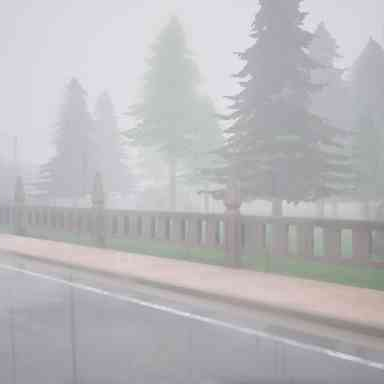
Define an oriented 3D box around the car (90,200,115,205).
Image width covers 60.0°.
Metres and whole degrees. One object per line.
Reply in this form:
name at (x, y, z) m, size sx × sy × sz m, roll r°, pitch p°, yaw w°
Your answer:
car at (-14.729, 1.559, 54.781) m, size 1.837 × 1.490 × 4.892 m, roll 0°, pitch 0°, yaw 35°
